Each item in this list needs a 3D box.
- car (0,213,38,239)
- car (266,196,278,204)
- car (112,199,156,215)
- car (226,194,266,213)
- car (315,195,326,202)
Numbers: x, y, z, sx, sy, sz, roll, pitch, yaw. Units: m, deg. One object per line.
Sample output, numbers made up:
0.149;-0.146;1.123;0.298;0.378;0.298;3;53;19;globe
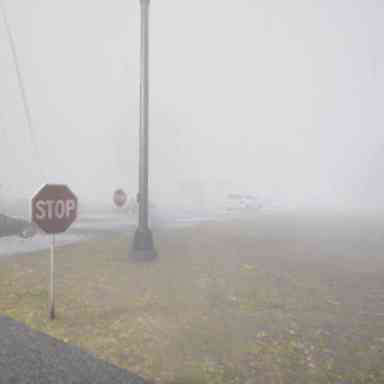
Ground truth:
-9.039;1.411;14.304;1.812;1.442;4.674;1;0;34;car
14.293;1.499;61.807;2.033;1.411;5.357;1;0;34;car
-5.527;1.385;32.157;1.882;1.535;5.008;1;1;34;car
5.689;1.193;36.312;2.150;2.045;5.566;1;0;34;car
29.917;1.534;77.616;1.837;1.490;4.892;1;0;28;car
